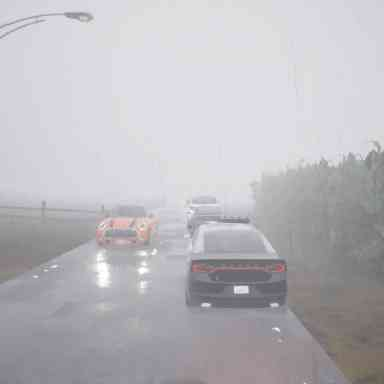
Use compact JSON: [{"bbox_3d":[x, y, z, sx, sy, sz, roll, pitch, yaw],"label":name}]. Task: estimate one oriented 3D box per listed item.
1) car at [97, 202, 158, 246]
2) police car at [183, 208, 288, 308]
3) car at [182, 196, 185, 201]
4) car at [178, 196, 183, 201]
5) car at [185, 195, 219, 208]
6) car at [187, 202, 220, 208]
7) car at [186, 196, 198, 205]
[{"bbox_3d":[-2.762,1.339,15.093,2.097,1.767,4.553,0,0,0],"label":"car"},{"bbox_3d":[0.818,1.420,8.120,1.930,1.638,5.238,0,0,0],"label":"police car"},{"bbox_3d":[0.007,1.418,46.365,1.882,1.535,5.008,0,0,1],"label":"car"},{"bbox_3d":[-2.815,1.743,91.645,1.895,1.301,4.718,0,-1,0],"label":"car"},{"bbox_3d":[0.805,1.196,24.039,2.150,2.045,5.566,0,0,0],"label":"car"},{"bbox_3d":[0.811,1.489,18.010,1.837,1.490,4.892,0,0,0],"label":"car"},{"bbox_3d":[-0.043,1.450,59.811,2.128,1.511,4.902,0,0,0],"label":"car"}]
